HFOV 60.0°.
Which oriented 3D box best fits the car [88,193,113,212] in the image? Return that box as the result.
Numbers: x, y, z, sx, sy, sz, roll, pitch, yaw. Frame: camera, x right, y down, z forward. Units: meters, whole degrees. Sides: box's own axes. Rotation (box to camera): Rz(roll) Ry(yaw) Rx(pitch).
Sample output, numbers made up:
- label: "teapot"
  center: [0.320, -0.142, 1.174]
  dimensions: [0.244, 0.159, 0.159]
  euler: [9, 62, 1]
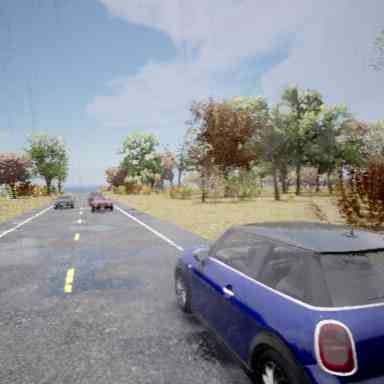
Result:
- label: "car"
  center: [-8.463, 1.104, 31.021]
  dimensions: [1.895, 1.301, 4.718]
  euler: [-2, 1, -17]

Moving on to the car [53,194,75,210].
- label: "car"
  center: [-13.983, 1.057, 36.519]
  dimensions: [1.837, 1.490, 4.892]
  euler: [-2, 1, -18]

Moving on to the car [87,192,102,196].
- label: "car"
  center: [-11.909, 0.728, 41.564]
  dimensions: [2.097, 1.767, 4.553]
  euler: [-2, 1, -17]

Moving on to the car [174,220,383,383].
- label: "car"
  center: [1.196, 1.183, 4.708]
  dimensions: [2.097, 1.767, 4.553]
  euler: [-2, 2, -18]
